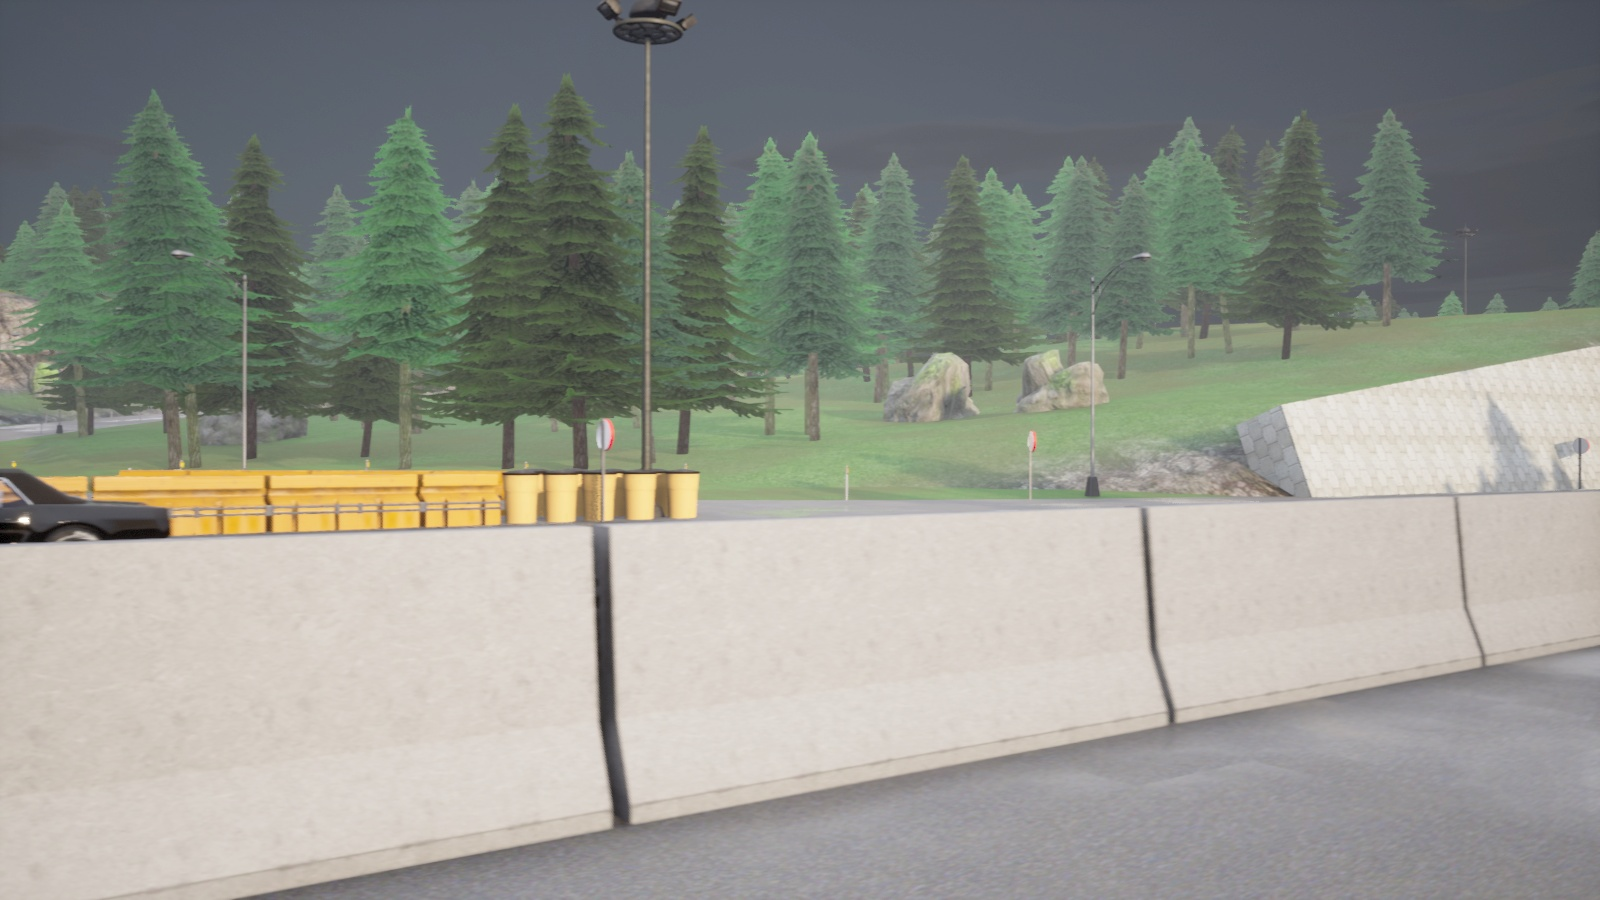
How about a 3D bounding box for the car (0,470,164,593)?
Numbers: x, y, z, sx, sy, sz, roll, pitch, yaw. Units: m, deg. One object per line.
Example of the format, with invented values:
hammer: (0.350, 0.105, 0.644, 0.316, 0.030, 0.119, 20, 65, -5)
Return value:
car: (-9.806, 0.900, 13.890, 4.718, 1.301, 1.895, 0, 0, -35)
